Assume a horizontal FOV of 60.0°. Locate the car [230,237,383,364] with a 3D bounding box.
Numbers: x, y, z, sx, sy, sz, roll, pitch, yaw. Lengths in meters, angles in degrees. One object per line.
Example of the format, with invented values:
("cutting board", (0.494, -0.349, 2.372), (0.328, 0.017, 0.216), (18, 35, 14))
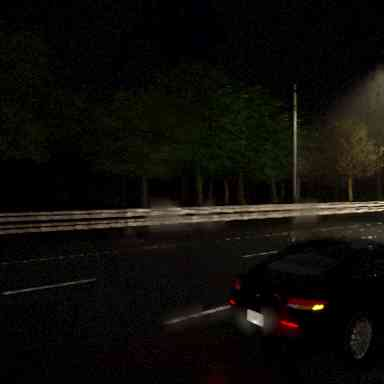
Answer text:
("car", (2.730, 1.532, 5.814), (4.674, 1.442, 1.812), (0, 0, -35))
